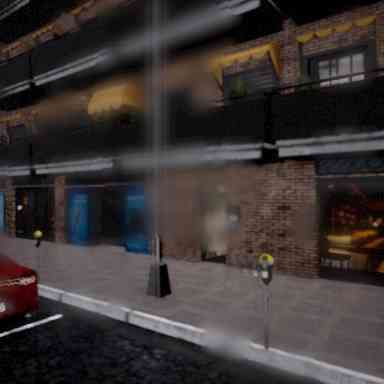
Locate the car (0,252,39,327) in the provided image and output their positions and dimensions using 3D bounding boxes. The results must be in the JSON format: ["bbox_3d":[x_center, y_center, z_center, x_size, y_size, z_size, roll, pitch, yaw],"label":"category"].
[{"bbox_3d":[-4.677,1.620,6.206,4.507,1.381,1.887,-1,0,35],"label":"car"}]
